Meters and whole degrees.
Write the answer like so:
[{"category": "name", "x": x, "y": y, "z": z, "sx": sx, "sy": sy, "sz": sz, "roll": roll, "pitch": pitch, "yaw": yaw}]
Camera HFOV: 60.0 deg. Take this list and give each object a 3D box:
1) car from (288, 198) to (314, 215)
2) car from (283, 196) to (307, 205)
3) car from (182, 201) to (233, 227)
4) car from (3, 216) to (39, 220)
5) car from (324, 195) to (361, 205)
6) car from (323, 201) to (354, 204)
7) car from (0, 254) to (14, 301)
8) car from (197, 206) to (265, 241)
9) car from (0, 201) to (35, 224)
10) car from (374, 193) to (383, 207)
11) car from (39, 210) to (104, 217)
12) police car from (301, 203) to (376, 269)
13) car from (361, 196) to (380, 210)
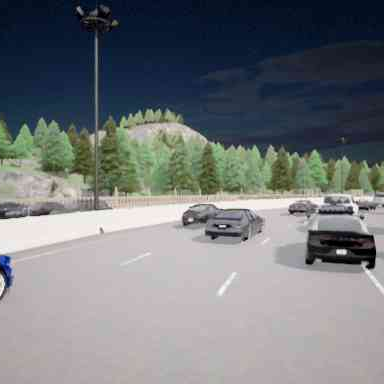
[{"category": "car", "x": 11.226, "y": 1.519, "z": 33.145, "sx": 2.033, "sy": 1.411, "sz": 5.357, "roll": 0, "pitch": 0, "yaw": 35}, {"category": "car", "x": 17.630, "y": 1.478, "z": 56.713, "sx": 4.674, "sy": 1.442, "sz": 1.812, "roll": 0, "pitch": 0, "yaw": -43}, {"category": "car", "x": 0.912, "y": 1.506, "z": 22.033, "sx": 1.812, "sy": 1.442, "sz": 4.674, "roll": 0, "pitch": 0, "yaw": 25}, {"category": "car", "x": -10.371, "y": 1.454, "z": 22.973, "sx": 1.882, "sy": 1.535, "sz": 5.008, "roll": 0, "pitch": 0, "yaw": 24}, {"category": "car", "x": 10.676, "y": 1.204, "z": 23.960, "sx": 2.150, "sy": 2.045, "sz": 5.566, "roll": 0, "pitch": 0, "yaw": 29}, {"category": "car", "x": 8.261, "y": 1.490, "z": 19.311, "sx": 1.837, "sy": 1.490, "sz": 4.892, "roll": 0, "pitch": 0, "yaw": 26}, {"category": "car", "x": -5.174, "y": 1.471, "z": 5.217, "sx": 1.882, "sy": 1.535, "sz": 5.008, "roll": 0, "pitch": 0, "yaw": 14}, {"category": "car", "x": 2.300, "y": 1.533, "z": 16.712, "sx": 2.033, "sy": 1.411, "sz": 5.357, "roll": 0, "pitch": 0, "yaw": 23}, {"category": "car", "x": -13.860, "y": 1.480, "z": 23.670, "sx": 1.837, "sy": 1.490, "sz": 4.892, "roll": 0, "pitch": 0, "yaw": 23}, {"category": "car", "x": 27.617, "y": 1.185, "z": 47.180, "sx": 5.566, "sy": 2.045, "sz": 2.150, "roll": 0, "pitch": 0, "yaw": -41}, {"category": "car", "x": -7.148, "y": 1.331, "z": 21.597, "sx": 2.097, "sy": 1.767, "sz": 4.553, "roll": 0, "pitch": 0, "yaw": 24}, {"category": "police car", "x": 4.923, "y": 1.416, "z": 11.418, "sx": 1.930, "sy": 1.638, "sz": 5.238, "roll": 0, "pitch": 0, "yaw": 20}, {"category": "car", "x": 20.647, "y": 1.532, "z": 39.914, "sx": 1.994, "sy": 1.385, "sz": 4.181, "roll": 0, "pitch": 0, "yaw": 43}]
